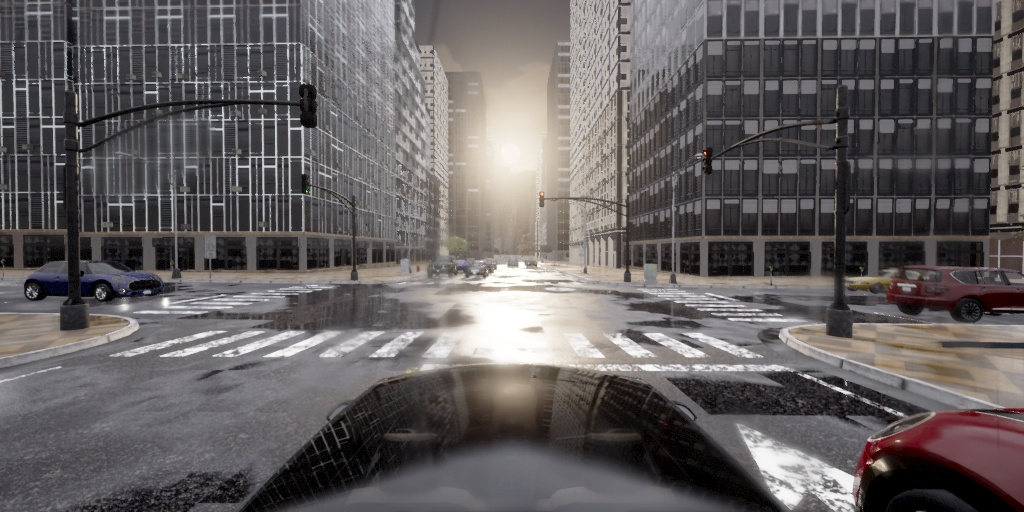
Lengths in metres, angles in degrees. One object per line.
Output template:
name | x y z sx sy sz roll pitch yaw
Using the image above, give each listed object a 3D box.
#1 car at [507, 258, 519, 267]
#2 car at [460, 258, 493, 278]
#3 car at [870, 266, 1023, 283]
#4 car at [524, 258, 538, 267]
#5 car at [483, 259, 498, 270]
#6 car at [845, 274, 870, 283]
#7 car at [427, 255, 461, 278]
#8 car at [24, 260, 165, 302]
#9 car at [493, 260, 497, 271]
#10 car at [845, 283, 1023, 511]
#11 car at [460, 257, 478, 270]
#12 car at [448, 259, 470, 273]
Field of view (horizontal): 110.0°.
car | 0.199 1.267 63.362 1.994 1.385 4.181 0 0 0
car | -3.246 1.224 33.941 2.128 1.511 4.902 0 0 1
car | 16.224 1.281 12.525 5.009 1.841 2.192 0 0 1
car | 3.449 1.303 63.380 1.895 1.301 4.718 0 0 0
car | -3.176 1.261 53.925 2.033 1.411 5.357 0 0 0
car | 21.862 1.409 20.791 4.829 1.417 1.751 0 0 1
car | -6.487 0.954 34.183 2.150 2.045 5.566 0 0 0
car | -18.151 0.971 15.742 4.553 1.767 2.097 1 1 3
car | -3.218 1.325 43.222 1.895 1.301 4.718 0 0 0
car | 3.253 1.103 0.410 2.097 1.767 4.553 0 0 0
car | -6.423 1.065 53.816 2.097 1.767 4.553 0 0 0
car | -6.464 1.201 44.148 1.882 1.535 5.008 0 0 0
